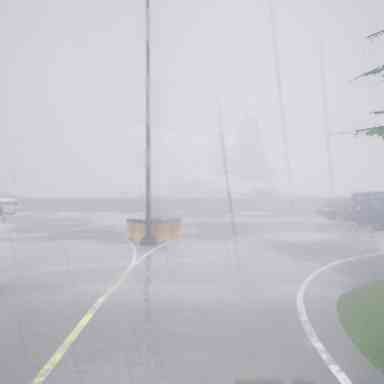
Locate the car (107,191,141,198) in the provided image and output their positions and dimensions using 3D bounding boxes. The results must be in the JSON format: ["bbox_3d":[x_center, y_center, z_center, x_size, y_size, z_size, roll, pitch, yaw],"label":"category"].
[{"bbox_3d":[-9.476,0.638,46.058,4.674,1.442,1.812,0,1,0],"label":"car"}]

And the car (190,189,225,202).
[{"bbox_3d":[1.966,0.543,42.531,4.553,1.767,2.097,0,1,0],"label":"car"}]

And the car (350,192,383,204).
[{"bbox_3d":[22.959,0.712,42.490,4.674,1.442,1.812,0,1,0],"label":"car"}]

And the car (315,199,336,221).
[{"bbox_3d":[10.569,1.289,21.322,4.718,1.301,1.895,0,1,0],"label":"car"}]

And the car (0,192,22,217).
[{"bbox_3d":[-15.809,0.834,24.869,5.566,2.045,2.150,0,1,0],"label":"car"}]

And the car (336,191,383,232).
[{"bbox_3d":[11.132,0.992,17.815,5.566,2.045,2.150,0,1,0],"label":"car"}]

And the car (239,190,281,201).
[{"bbox_3d":[7.025,0.847,35.525,4.902,1.511,2.128,0,1,0],"label":"car"}]

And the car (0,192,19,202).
[{"bbox_3d":[-26.553,0.681,46.094,4.181,1.385,1.994,0,1,0],"label":"car"}]

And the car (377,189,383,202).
[{"bbox_3d":[28.463,0.456,45.965,4.553,1.767,2.097,0,1,0],"label":"car"}]

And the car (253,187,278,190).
[{"bbox_3d":[9.375,0.328,46.007,5.566,2.045,2.150,0,1,0],"label":"car"}]
